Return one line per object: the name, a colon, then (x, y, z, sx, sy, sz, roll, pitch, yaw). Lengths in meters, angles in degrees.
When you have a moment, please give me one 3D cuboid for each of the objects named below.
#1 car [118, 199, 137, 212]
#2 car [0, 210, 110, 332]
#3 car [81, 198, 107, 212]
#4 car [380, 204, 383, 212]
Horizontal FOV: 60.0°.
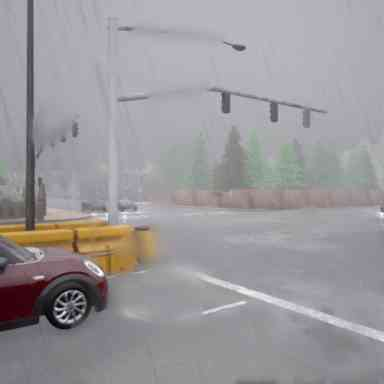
car: (-8.266, 1.522, 39.862, 1.812, 1.442, 4.674, 0, 0, -36)
car: (-3.707, 1.352, 5.427, 4.553, 1.767, 2.097, 0, 0, -35)
car: (-11.264, 1.502, 38.035, 1.837, 1.490, 4.892, 0, 0, -36)
car: (23.046, 1.555, 37.532, 4.181, 1.385, 1.994, 0, 0, -35)
